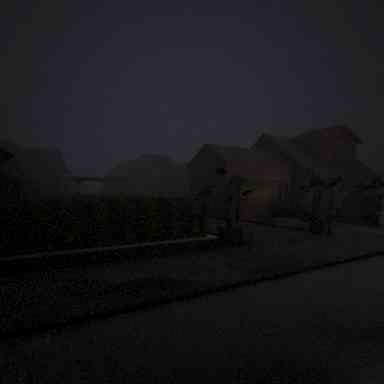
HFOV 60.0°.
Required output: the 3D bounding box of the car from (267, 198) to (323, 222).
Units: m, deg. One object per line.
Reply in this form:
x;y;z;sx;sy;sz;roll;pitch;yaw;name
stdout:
6.915;1.171;22.389;1.845;1.501;3.633;0;0;-38;car
